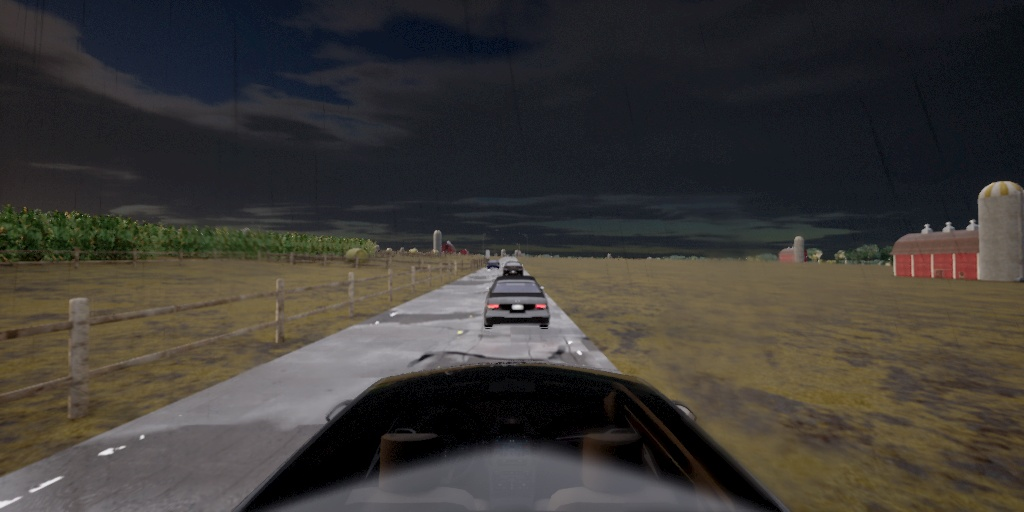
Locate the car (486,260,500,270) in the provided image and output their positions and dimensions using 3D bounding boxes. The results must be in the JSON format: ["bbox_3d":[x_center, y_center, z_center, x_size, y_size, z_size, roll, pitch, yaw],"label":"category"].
[{"bbox_3d":[-2.774,1.272,53.929,2.033,1.411,5.357,0,0,1],"label":"car"}]

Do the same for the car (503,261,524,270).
[{"bbox_3d":[0.114,1.268,35.151,1.882,1.535,5.008,0,0,0],"label":"car"}]

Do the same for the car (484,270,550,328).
[{"bbox_3d":[0.112,1.332,11.478,2.033,1.411,5.357,0,0,0],"label":"car"}]
